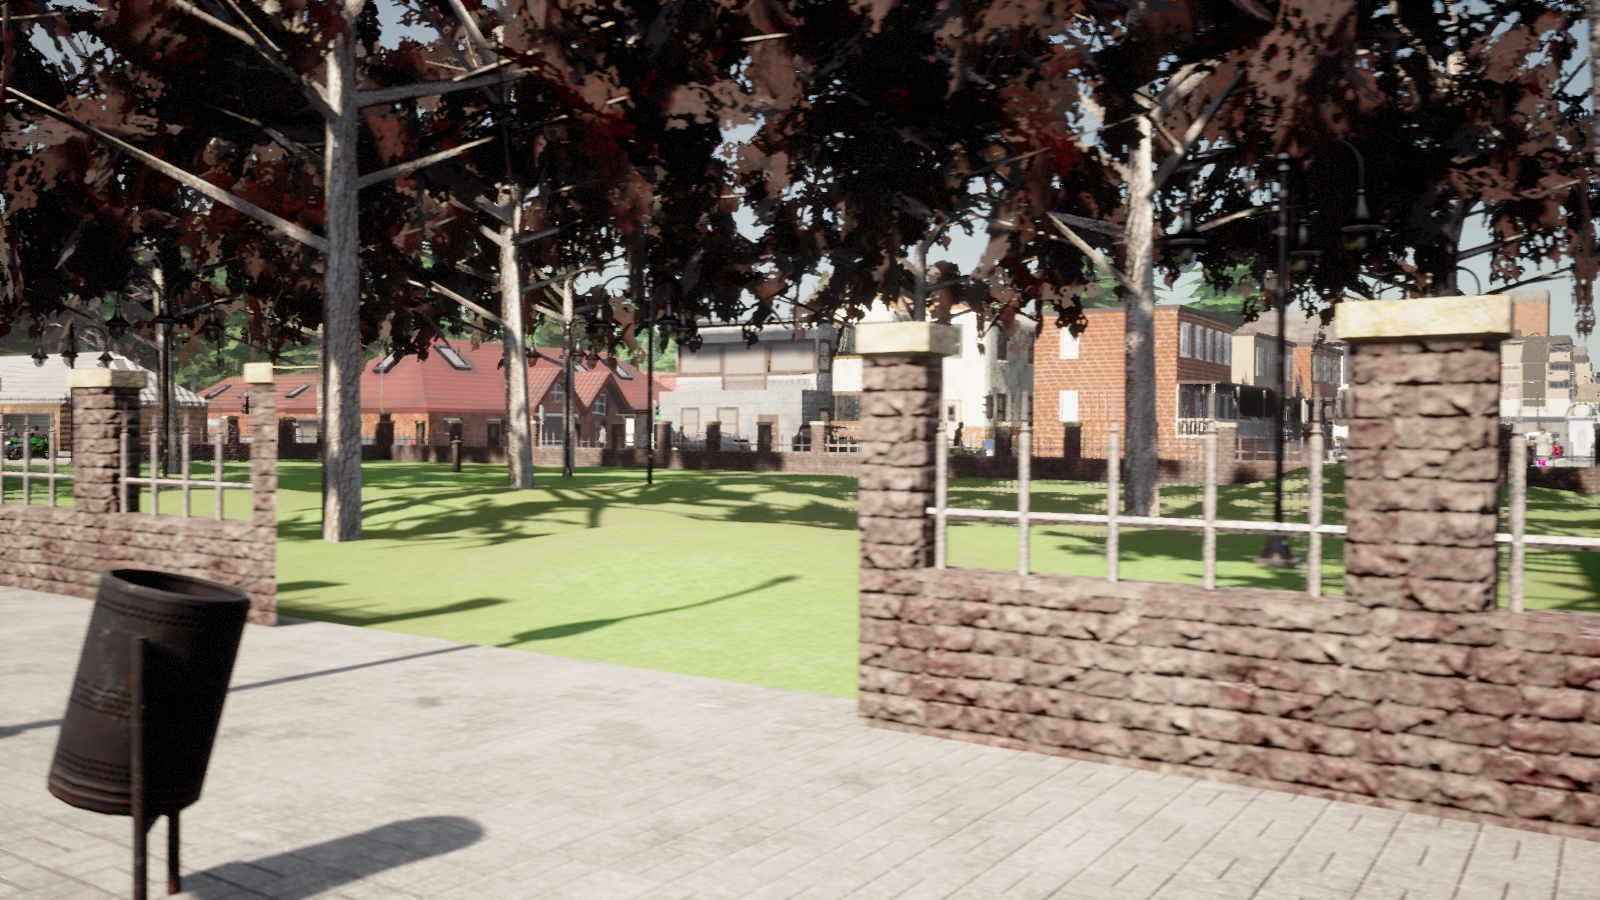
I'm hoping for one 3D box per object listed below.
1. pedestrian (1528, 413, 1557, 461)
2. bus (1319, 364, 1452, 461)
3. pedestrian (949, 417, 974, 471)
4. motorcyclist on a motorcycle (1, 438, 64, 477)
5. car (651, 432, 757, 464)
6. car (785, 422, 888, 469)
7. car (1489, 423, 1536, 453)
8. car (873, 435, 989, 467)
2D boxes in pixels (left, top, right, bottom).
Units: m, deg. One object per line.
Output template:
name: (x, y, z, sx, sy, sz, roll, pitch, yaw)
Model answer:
pedestrian: (30.603, -0.543, 51.756, 0.873, 1.952, 0.659, -1, 1, -27)
bus: (28.243, -1.723, 60.219, 3.944, 4.253, 10.273, 0, 1, 36)
pedestrian: (5.605, -0.204, 43.607, 0.703, 1.840, 0.431, 0, 1, 34)
motorcyclist on a motorcycle: (-31.654, 0.296, 51.838, 0.797, 1.523, 2.044, 0, 1, 32)
car: (-4.715, -0.110, 61.676, 4.902, 1.511, 2.128, 0, 1, 33)
car: (1.533, -0.204, 52.650, 3.866, 1.878, 1.905, 0, 1, 31)
car: (41.365, -0.708, 72.807, 2.033, 1.649, 4.856, 0, 1, 34)
car: (5.661, 0.036, 54.614, 4.718, 1.301, 1.895, 0, 1, 38)
